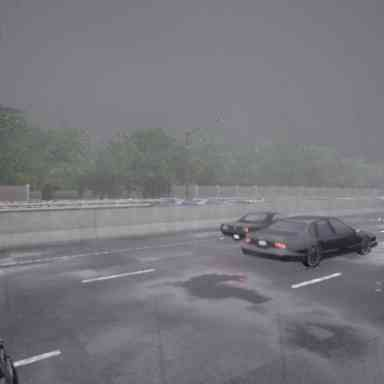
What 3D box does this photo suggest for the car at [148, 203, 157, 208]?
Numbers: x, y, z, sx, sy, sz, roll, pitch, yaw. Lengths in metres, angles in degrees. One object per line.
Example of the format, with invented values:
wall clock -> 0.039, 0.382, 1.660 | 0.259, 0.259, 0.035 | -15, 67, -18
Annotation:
car -> -2.737, 1.497, 36.639 | 4.181, 1.385, 1.994 | -1, 0, -36

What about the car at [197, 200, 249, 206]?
car -> 3.422, 1.452, 28.139 | 5.357, 1.411, 2.033 | -1, 0, -36

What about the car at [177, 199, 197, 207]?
car -> 1.263, 1.441, 30.894 | 4.674, 1.442, 1.812 | -1, 0, -36

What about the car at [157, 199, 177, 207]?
car -> -0.795, 1.450, 33.725 | 4.674, 1.442, 1.812 | -1, 0, -36

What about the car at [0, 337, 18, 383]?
car -> -3.723, 1.249, 1.168 | 5.566, 2.045, 2.150 | 0, 0, -36

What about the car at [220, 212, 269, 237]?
car -> 3.636, 1.541, 15.061 | 4.718, 1.301, 1.895 | -1, 0, -36

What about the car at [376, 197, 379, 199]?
car -> 35.733, 1.479, 60.202 | 4.181, 1.385, 1.994 | 1, -1, -36

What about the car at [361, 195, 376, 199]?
car -> 33.674, 1.437, 63.032 | 4.892, 1.490, 1.837 | 1, -1, -36

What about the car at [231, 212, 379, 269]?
car -> 4.054, 1.494, 11.035 | 5.357, 1.411, 2.033 | -1, 0, -36
